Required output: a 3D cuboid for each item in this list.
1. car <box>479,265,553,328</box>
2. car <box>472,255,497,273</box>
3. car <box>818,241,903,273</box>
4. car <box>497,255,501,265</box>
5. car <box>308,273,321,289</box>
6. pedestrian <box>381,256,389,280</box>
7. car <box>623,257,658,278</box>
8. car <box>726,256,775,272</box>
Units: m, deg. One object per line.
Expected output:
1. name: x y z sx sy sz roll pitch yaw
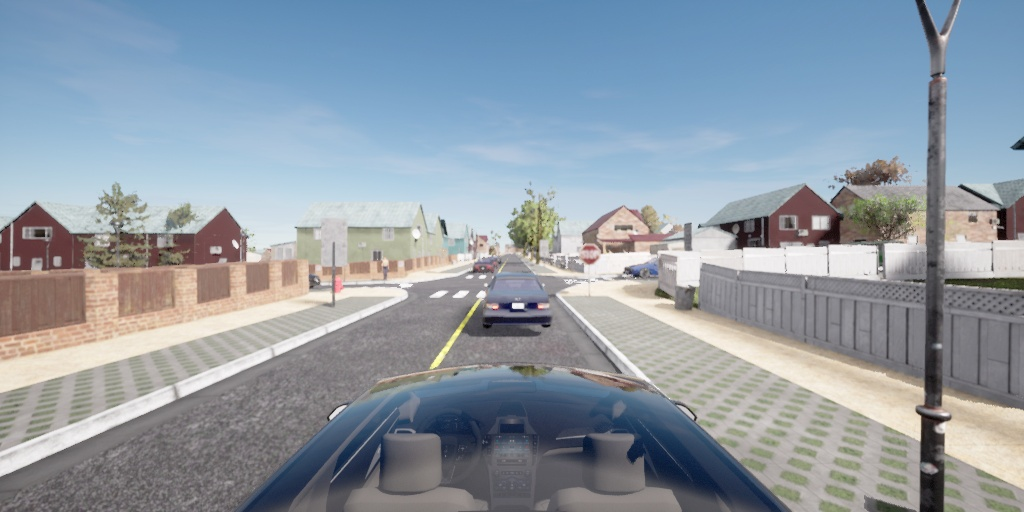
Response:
1. car: 0.095 1.187 10.907 2.033 1.411 5.357 0 1 -1
2. car: -2.729 0.914 34.585 1.994 1.385 4.181 0 1 -2
3. car: 23.653 0.053 24.443 5.566 2.045 2.150 -1 0 0
4. car: -2.751 0.785 45.054 1.994 1.385 4.181 0 1 0
5. car: -14.046 1.336 21.378 4.892 1.490 1.837 -2 0 -1
6. pedestrian: -9.638 0.900 27.236 0.375 1.860 0.375 0 1 0
7. car: 10.413 0.735 24.438 5.357 1.411 2.033 -2 0 2
8. car: 13.987 0.557 21.510 4.902 1.511 2.128 -2 0 0
